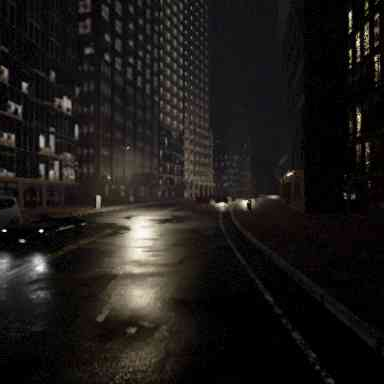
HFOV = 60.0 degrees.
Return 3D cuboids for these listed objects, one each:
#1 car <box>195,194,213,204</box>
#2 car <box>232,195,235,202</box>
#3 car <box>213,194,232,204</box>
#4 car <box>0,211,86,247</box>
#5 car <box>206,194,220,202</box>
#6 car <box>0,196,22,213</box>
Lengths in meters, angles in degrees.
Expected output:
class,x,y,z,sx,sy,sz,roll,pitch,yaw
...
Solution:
class,x,y,z,sx,sy,sz,roll,pitch,yaw
car,1.890,1.319,57.697,1.882,1.535,5.008,0,0,13
car,7.670,1.278,67.715,1.812,1.442,4.674,0,0,15
car,5.262,1.306,57.910,1.882,1.535,5.008,0,0,13
car,-6.462,1.572,14.968,1.895,1.301,4.718,0,0,2
car,4.309,1.254,67.724,1.837,1.490,4.892,0,0,15
car,-9.731,1.193,14.675,2.150,2.045,5.566,0,0,2
